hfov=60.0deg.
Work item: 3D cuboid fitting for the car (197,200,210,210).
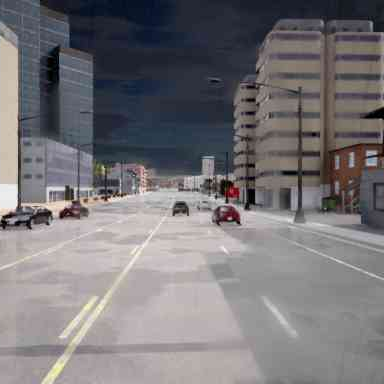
[{"bbox_3d":[1.812,1.957,50.511,1.812,1.442,4.674,0,1,-2],"label":"car"}]

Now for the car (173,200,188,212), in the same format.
[{"bbox_3d":[-1.679,1.991,48.064,2.033,1.411,5.357,0,0,-2],"label":"car"}]

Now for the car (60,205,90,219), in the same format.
[{"bbox_3d":[-11.724,1.948,33.366,1.994,1.385,4.181,0,-1,-2],"label":"car"}]

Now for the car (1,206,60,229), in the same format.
[{"bbox_3d":[-11.391,1.726,23.311,2.128,1.511,4.902,0,-1,-2],"label":"car"}]

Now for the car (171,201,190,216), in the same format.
[{"bbox_3d":[-1.266,1.942,38.015,1.837,1.490,4.892,0,0,-2],"label":"car"}]

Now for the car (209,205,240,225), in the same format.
[{"bbox_3d":[2.690,1.822,26.647,1.812,1.442,4.674,0,-1,-2],"label":"car"}]
